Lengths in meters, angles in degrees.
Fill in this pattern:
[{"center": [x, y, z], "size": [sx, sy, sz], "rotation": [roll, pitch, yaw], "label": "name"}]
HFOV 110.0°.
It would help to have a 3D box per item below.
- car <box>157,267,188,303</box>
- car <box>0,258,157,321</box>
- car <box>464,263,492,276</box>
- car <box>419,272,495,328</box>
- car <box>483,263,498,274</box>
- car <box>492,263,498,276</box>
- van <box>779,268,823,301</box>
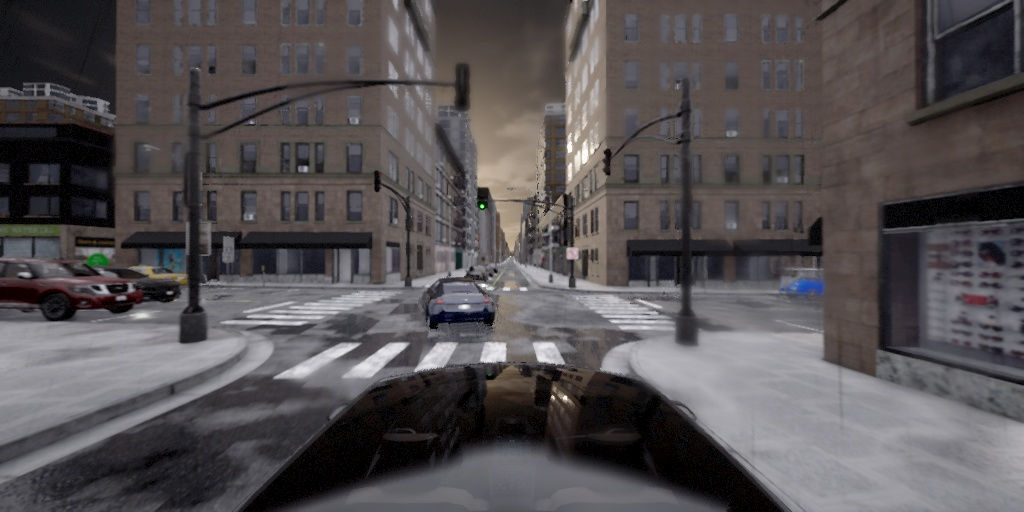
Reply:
[{"center": [-15.990, 1.146, 14.138], "size": [5.008, 1.535, 1.882], "rotation": [1, 0, -1], "label": "car"}, {"center": [-14.961, 0.984, 11.384], "size": [5.009, 1.841, 2.192], "rotation": [0, 0, 0], "label": "car"}, {"center": [-3.096, 1.584, 32.300], "size": [1.837, 1.490, 4.892], "rotation": [0, -1, 0], "label": "car"}, {"center": [-1.934, 1.419, 11.985], "size": [1.994, 1.385, 4.181], "rotation": [0, -1, -17], "label": "car"}, {"center": [-3.059, 1.782, 52.531], "size": [1.882, 1.535, 5.008], "rotation": [0, -1, 0], "label": "car"}, {"center": [-3.097, 1.736, 42.122], "size": [2.033, 1.411, 5.357], "rotation": [0, -1, 0], "label": "car"}, {"center": [17.375, 1.572, 20.156], "size": [3.998, 1.789, 1.690], "rotation": [0, 0, 0], "label": "van"}]
